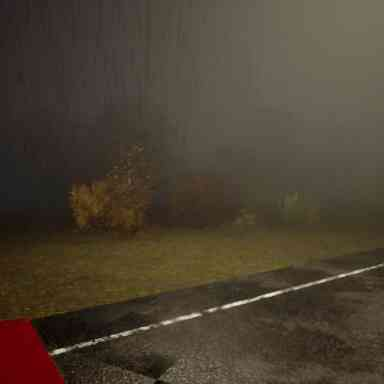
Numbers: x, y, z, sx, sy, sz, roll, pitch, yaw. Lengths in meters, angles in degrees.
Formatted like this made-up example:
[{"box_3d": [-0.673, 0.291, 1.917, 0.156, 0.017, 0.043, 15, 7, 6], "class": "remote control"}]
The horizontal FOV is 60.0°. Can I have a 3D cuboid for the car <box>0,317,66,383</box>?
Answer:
[{"box_3d": [-3.211, 1.603, 1.702, 4.718, 1.301, 1.895, 0, 0, -36], "class": "car"}]
